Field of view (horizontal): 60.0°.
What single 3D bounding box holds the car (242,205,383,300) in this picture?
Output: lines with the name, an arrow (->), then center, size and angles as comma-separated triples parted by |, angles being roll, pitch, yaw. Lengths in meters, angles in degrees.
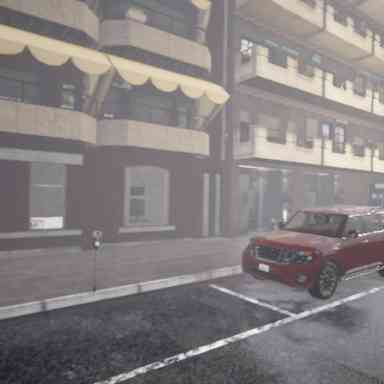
car -> 3.610, 1.316, 8.643 | 5.009, 1.841, 2.192 | 0, 1, -35
